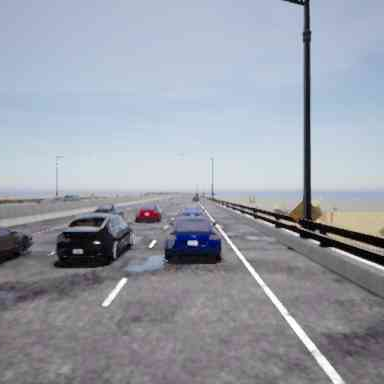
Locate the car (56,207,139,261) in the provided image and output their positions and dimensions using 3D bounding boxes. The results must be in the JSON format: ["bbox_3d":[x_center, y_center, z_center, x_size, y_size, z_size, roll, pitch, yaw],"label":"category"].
[{"bbox_3d":[-3.454,1.562,12.551,1.837,1.490,4.892,0,0,0],"label":"car"}]

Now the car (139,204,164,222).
[{"bbox_3d":[-3.456,1.688,27.639,1.994,1.385,4.181,0,0,0],"label":"car"}]

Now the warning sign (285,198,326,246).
[{"bbox_3d":[4.553,1.175,13.420,1.300,1.860,1.060,0,0,0],"label":"warning sign"}]

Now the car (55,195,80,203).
[{"bbox_3d":[-21.036,1.477,57.546,2.150,2.045,5.566,0,0,1],"label":"car"}]

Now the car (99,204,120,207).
[{"bbox_3d":[-6.954,1.689,27.806,1.994,1.385,4.181,0,0,0],"label":"car"}]

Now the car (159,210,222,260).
[{"bbox_3d":[0.047,1.622,12.738,1.994,1.385,4.181,0,0,1],"label":"car"}]

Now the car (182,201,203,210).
[{"bbox_3d":[0.022,1.660,25.339,2.033,1.411,5.357,0,0,1],"label":"car"}]

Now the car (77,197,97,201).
[{"bbox_3d":[-17.537,1.804,57.731,2.033,1.411,5.357,0,0,1],"label":"car"}]

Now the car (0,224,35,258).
[{"bbox_3d":[-6.977,1.594,10.348,2.033,1.411,5.357,0,0,1],"label":"car"}]

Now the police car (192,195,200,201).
[{"bbox_3d":[1.041,1.815,88.534,1.930,1.638,5.238,0,0,0],"label":"police car"}]

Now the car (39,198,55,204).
[{"bbox_3d":[-24.523,1.803,57.495,2.033,1.411,5.357,0,0,0],"label":"car"}]
